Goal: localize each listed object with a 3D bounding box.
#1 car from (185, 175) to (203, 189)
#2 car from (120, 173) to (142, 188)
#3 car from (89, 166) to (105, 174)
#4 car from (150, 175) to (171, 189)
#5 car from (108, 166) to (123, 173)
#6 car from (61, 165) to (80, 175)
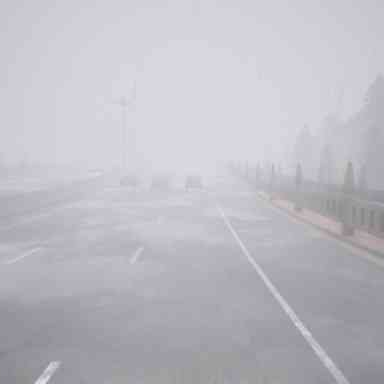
[{"bbox_3d":[0.187,-1.124,35.454,2.033,1.411,5.357,0,7,1],"label":"car"},{"bbox_3d":[-6.785,-1.391,37.249,2.128,1.511,4.902,0,7,1],"label":"car"},{"bbox_3d":[-17.211,-4.079,60.134,1.994,1.385,4.181,0,7,1],"label":"car"},{"bbox_3d":[-3.312,-1.128,35.509,2.033,1.411,5.357,0,7,1],"label":"car"},{"bbox_3d":[-13.714,-4.085,60.159,1.994,1.385,4.181,0,7,1],"label":"car"},{"bbox_3d":[-20.734,-3.774,57.146,1.837,1.490,4.892,0,7,1],"label":"car"}]
